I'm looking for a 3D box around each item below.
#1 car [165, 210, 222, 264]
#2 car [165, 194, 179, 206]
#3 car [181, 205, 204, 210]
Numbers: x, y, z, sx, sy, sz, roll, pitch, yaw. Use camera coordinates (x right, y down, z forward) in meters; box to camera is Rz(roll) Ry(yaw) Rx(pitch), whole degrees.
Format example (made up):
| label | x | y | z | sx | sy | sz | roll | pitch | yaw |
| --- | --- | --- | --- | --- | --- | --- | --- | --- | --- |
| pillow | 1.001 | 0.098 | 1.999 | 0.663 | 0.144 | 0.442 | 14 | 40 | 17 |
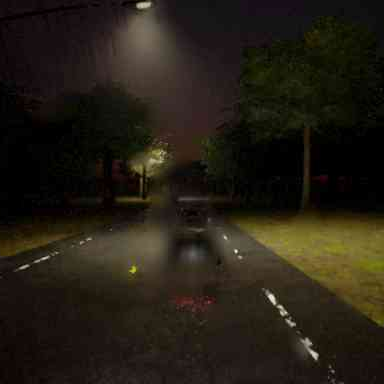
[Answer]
| label | x | y | z | sx | sy | sz | roll | pitch | yaw |
| --- | --- | --- | --- | --- | --- | --- | --- | --- | --- |
| car | 0.049 | 1.629 | 12.356 | 1.837 | 1.490 | 4.892 | 0 | 0 | 1 |
| car | -3.536 | 1.354 | 58.492 | 2.150 | 2.045 | 5.566 | 0 | 1 | 1 |
| car | 0.053 | 1.796 | 28.080 | 1.812 | 1.442 | 4.674 | 0 | 0 | 0 |
